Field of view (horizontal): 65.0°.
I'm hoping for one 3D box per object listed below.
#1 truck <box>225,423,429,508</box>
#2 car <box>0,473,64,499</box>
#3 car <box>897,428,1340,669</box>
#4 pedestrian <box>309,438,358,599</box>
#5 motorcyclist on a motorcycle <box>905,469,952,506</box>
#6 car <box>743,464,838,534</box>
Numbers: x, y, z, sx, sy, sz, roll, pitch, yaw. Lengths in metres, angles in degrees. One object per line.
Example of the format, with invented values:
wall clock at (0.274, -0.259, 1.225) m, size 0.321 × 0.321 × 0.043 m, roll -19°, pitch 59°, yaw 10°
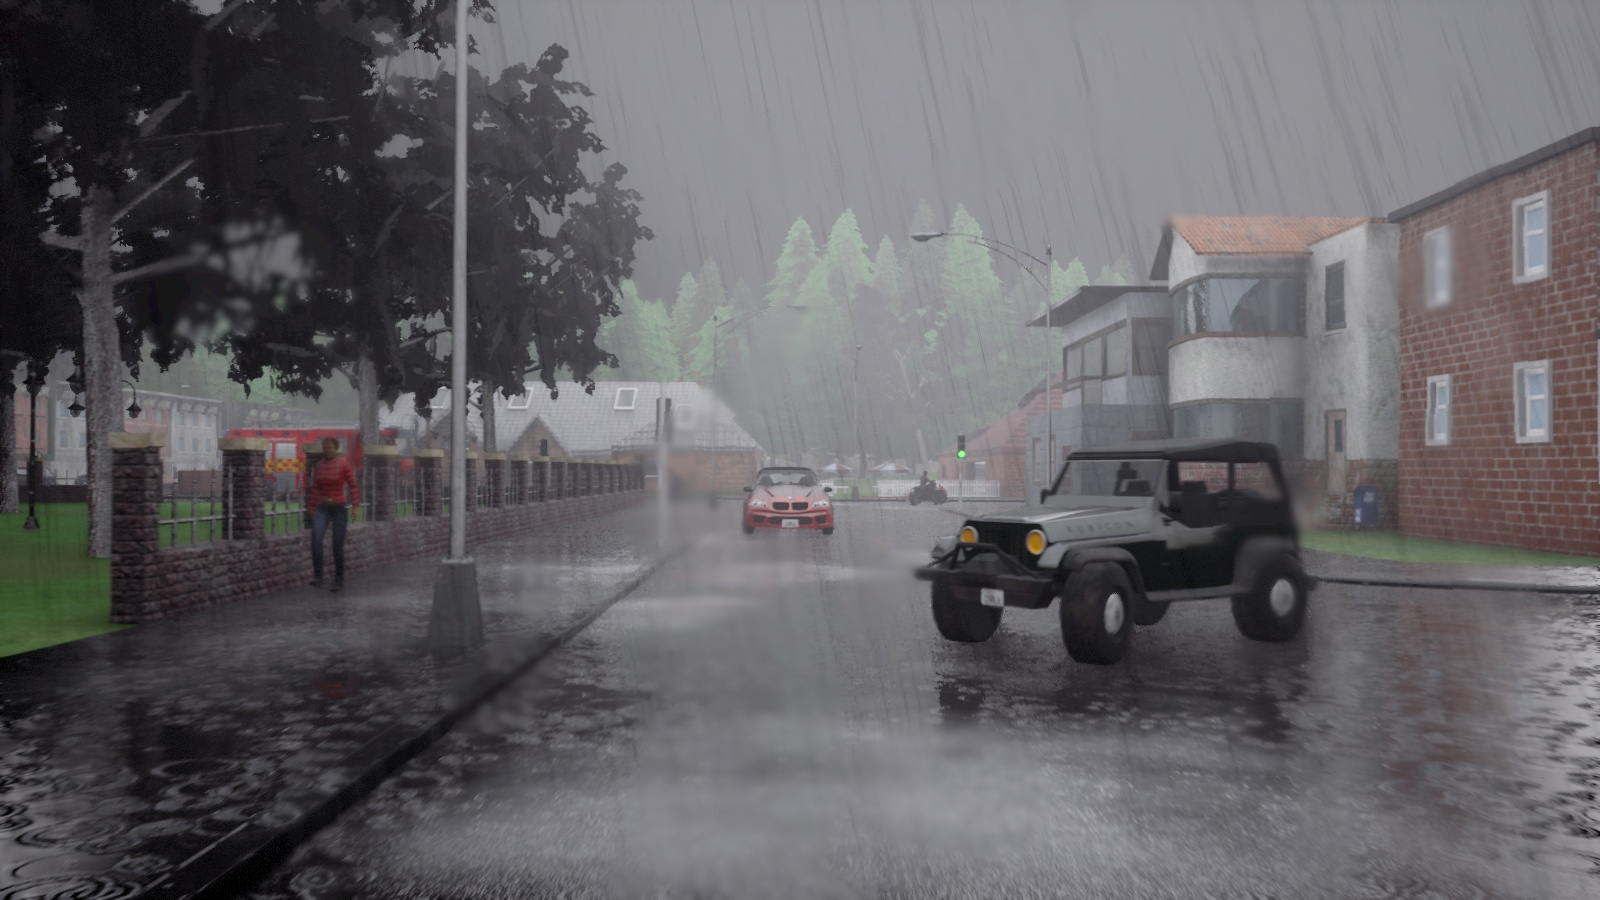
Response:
truck at (-22.095, 0.725, 58.991) m, size 8.468 × 3.827 × 2.891 m, roll 0°, pitch -1°, yaw -2°
car at (-49.925, 2.299, 81.067) m, size 2.033 × 1.649 × 4.856 m, roll 0°, pitch -1°, yaw -1°
car at (3.010, 0.794, 11.648) m, size 3.866 × 1.878 × 1.905 m, roll 0°, pitch -1°, yaw -35°
pedestrian at (-5.479, 0.793, 14.761) m, size 0.331 × 1.846 × 0.636 m, roll 0°, pitch -1°, yaw 0°
motorcyclist on a motorcycle at (5.961, 1.714, 58.133) m, size 2.350 × 1.649 × 0.766 m, roll 1°, pitch 1°, yaw -43°
car at (-0.319, 1.201, 32.282) m, size 2.242 × 1.667 × 4.611 m, roll 0°, pitch -1°, yaw -3°
